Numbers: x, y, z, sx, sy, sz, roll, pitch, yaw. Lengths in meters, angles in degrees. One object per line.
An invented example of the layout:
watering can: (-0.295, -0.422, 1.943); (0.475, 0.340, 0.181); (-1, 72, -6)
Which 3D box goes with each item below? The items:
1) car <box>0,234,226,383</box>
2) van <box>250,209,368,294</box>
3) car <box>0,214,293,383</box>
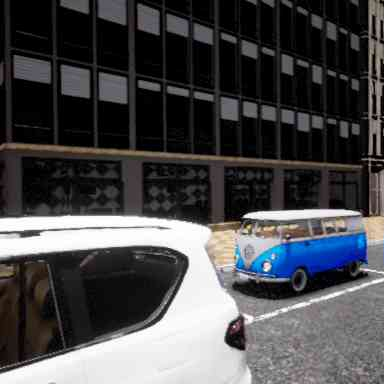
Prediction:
car: (-1.732, 1.571, 5.298); (4.313, 1.339, 1.947); (0, -1, -35)
van: (2.862, 1.363, 8.579); (3.998, 1.788, 1.690); (0, -1, -35)
car: (-2.133, 1.221, 1.846); (5.566, 2.045, 2.150); (0, 0, -35)
